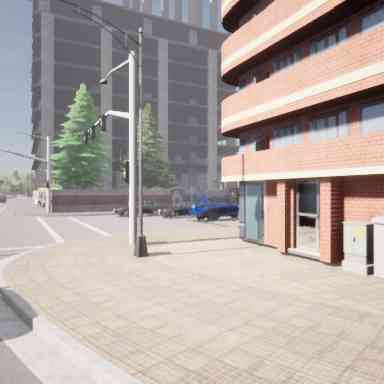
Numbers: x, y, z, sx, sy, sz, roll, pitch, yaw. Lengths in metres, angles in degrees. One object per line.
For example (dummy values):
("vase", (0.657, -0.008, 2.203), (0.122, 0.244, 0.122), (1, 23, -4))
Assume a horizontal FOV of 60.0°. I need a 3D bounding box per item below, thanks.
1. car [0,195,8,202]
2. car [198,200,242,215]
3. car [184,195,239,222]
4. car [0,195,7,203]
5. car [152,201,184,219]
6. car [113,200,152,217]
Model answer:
("car", (-42.591, 1.464, 74.722), (1.837, 1.490, 4.892), (0, 0, -27))
("car", (2.996, 1.610, 35.519), (4.181, 1.385, 1.994), (0, 0, -28))
("car", (2.506, 1.270, 27.199), (5.566, 2.045, 2.150), (0, 0, -27))
("car", (-38.048, 1.563, 65.876), (1.895, 1.301, 4.718), (0, 0, -27))
("car", (-0.650, 1.538, 29.755), (4.902, 1.511, 2.128), (0, 0, -27))
("car", (-4.959, 1.536, 31.501), (4.902, 1.511, 2.128), (0, 0, -27))
